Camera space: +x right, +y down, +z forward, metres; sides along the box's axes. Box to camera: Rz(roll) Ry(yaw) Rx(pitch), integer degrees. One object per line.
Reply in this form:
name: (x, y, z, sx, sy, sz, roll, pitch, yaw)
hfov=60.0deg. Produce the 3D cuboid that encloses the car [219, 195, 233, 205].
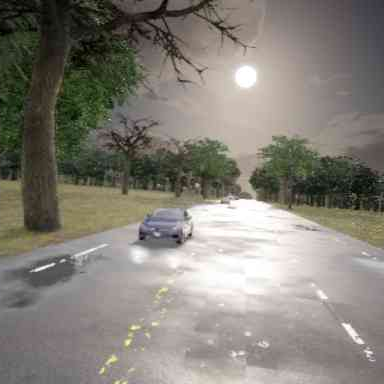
car: (6.521, 1.755, 65.125, 1.812, 1.442, 4.674, 4, 0, 8)

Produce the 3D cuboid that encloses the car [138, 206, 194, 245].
car: (-1.023, 1.417, 15.427, 1.812, 1.442, 4.674, 4, 0, 9)
